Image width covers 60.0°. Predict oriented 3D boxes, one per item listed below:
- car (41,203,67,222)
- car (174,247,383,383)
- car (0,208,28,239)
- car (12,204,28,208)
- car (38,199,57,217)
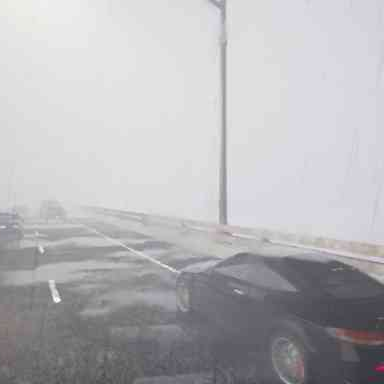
[{"bbox_3d":[-13.379,2.069,32.459,1.837,1.490,4.892,1,-1,-26],"label":"car"},{"bbox_3d":[1.319,1.632,5.443,1.812,1.442,4.674,1,-1,-27],"label":"car"},{"bbox_3d":[-10.748,1.873,19.171,2.033,1.411,5.357,1,-1,-26],"label":"car"},{"bbox_3d":[-22.764,2.328,43.929,1.994,1.385,4.181,1,-1,-25],"label":"car"},{"bbox_3d":[-17.909,1.950,41.613,2.150,2.045,5.566,1,-1,-25],"label":"car"}]
